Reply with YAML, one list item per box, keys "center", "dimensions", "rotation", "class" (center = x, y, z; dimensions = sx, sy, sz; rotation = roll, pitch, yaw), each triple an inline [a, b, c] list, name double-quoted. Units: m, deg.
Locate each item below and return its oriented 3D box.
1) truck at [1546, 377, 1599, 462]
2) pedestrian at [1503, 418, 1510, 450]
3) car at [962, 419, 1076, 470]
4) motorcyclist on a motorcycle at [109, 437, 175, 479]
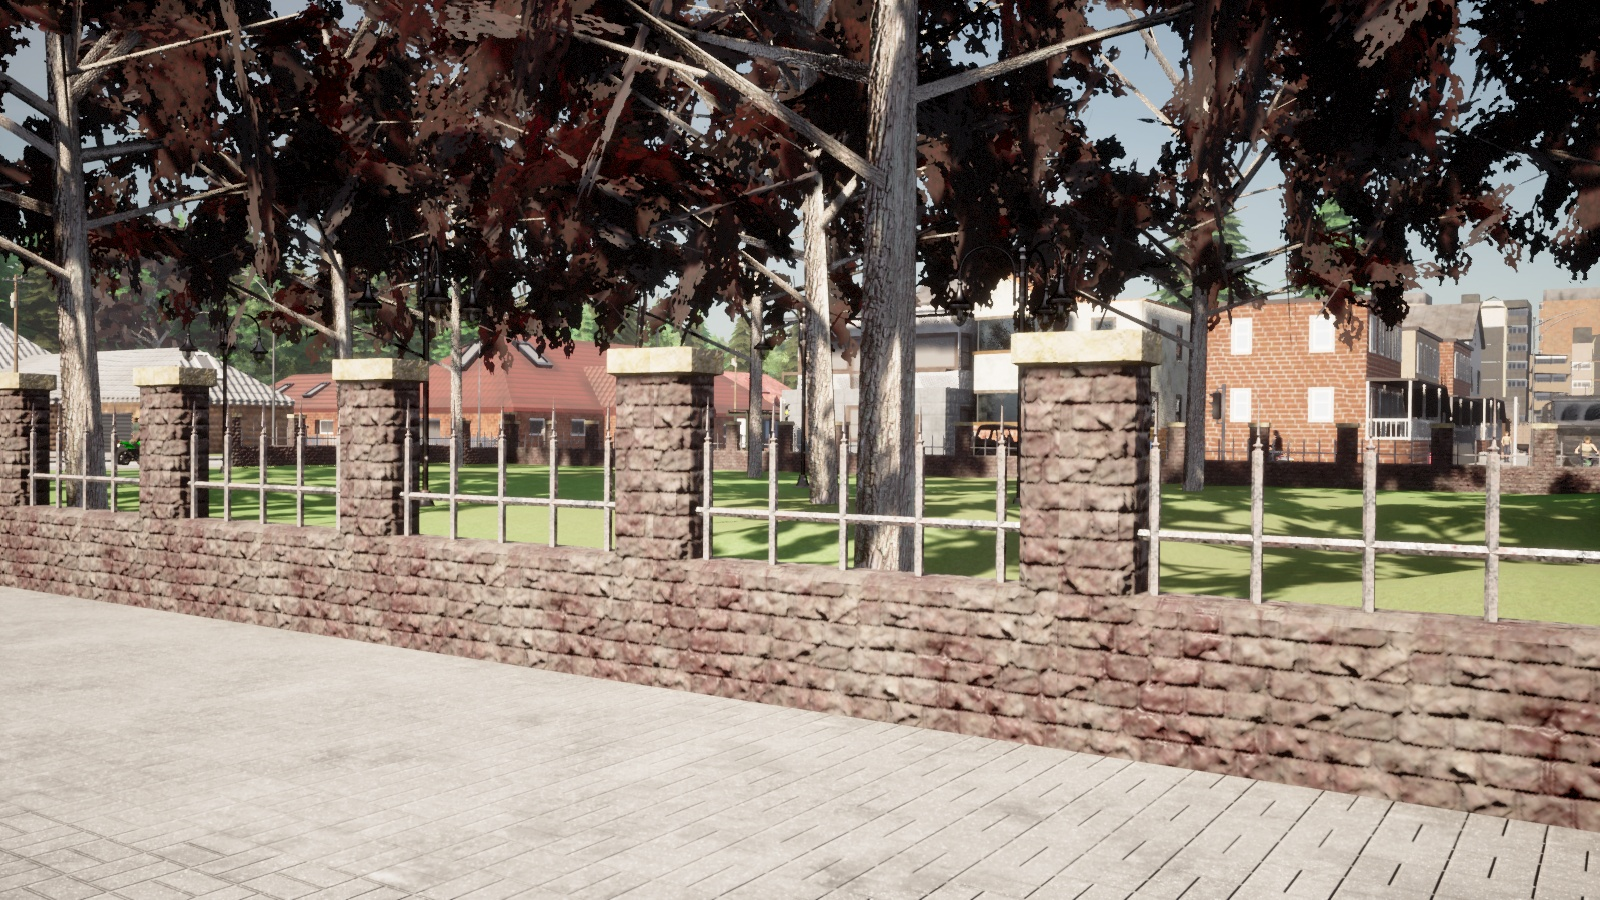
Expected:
- center: [34.198, -1.303, 54.367]
  dimensions: [2.891, 3.462, 7.936]
  rotation: [0, 1, 34]
  class: "truck"
- center: [41.475, -0.941, 73.721]
  dimensions: [0.345, 1.836, 0.594]
  rotation: [0, 1, 27]
  class: "pedestrian"
- center: [8.383, -0.206, 48.138]
  dimensions: [3.866, 1.878, 1.905]
  rotation: [0, 1, 32]
  class: "car"
- center: [-24.805, 0.291, 47.363]
  dimensions: [0.797, 1.523, 2.044]
  rotation: [0, 1, 32]
  class: "motorcyclist on a motorcycle"
